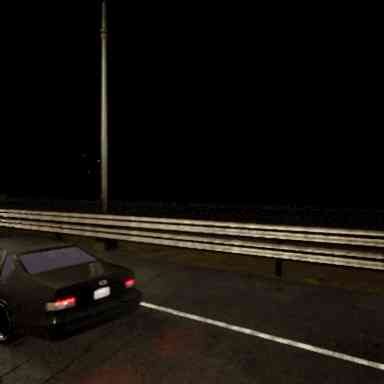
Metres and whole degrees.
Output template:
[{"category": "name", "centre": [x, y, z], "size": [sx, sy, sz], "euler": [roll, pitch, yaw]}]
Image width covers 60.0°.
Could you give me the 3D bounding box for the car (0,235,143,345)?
[{"category": "car", "centre": [-3.418, 1.565, 6.410], "size": [5.357, 1.411, 2.033], "euler": [0, 0, 34]}]
